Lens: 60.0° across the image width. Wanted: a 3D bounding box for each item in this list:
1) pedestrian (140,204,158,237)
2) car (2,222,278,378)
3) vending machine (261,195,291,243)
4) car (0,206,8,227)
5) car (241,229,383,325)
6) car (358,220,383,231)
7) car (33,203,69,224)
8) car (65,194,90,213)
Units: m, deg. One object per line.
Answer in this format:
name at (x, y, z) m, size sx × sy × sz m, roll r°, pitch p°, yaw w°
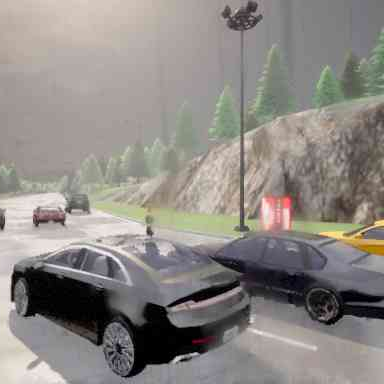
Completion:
pedestrian at (-1.444, 1.294, 11.465) m, size 0.375 × 1.860 × 0.375 m, roll 0°, pitch 0°, yaw -43°
car at (-1.344, 1.491, 5.609) m, size 4.902 × 1.511 × 2.128 m, roll 0°, pitch 0°, yaw 41°
vending machine at (3.882, 1.195, 15.396) m, size 1.100 × 2.100 × 0.880 m, roll 0°, pitch 0°, yaw -44°
car at (-12.886, 1.525, 21.209) m, size 1.812 × 1.442 × 4.674 m, roll 0°, pitch 0°, yaw -28°
car at (1.810, 1.547, 7.197) m, size 5.357 × 1.411 × 2.033 m, roll 0°, pitch 0°, yaw 42°
car at (5.442, 1.478, 8.925) m, size 5.008 × 1.535 × 1.882 m, roll 0°, pitch 0°, yaw 38°
car at (-10.027, 1.601, 23.181) m, size 1.895 × 1.301 × 4.718 m, roll 0°, pitch 0°, yaw -27°
car at (-12.656, 1.220, 36.622) m, size 2.150 × 2.045 × 5.566 m, roll 0°, pitch 0°, yaw -25°
